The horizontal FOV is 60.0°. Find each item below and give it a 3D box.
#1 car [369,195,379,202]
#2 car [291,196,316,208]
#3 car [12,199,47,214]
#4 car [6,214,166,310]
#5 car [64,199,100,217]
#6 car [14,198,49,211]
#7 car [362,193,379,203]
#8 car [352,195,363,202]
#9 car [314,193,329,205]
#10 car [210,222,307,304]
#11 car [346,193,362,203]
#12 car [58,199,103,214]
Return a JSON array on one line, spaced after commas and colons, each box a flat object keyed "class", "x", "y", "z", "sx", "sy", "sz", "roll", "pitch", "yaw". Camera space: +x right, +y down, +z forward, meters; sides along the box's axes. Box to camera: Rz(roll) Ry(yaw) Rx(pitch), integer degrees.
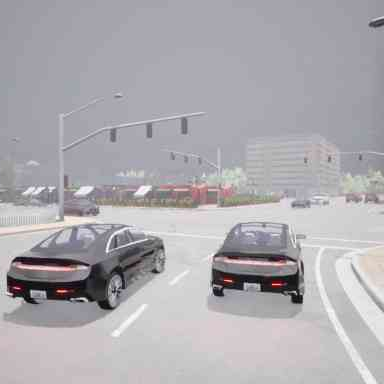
[{"class": "car", "x": 42.319, "y": 1.524, "z": 77.306, "sx": 1.812, "sy": 1.442, "sz": 4.674, "roll": 0, "pitch": 0, "yaw": 32}, {"class": "car", "x": 15.581, "y": 1.547, "z": 47.301, "sx": 2.033, "sy": 1.411, "sz": 5.357, "roll": 0, "pitch": 0, "yaw": 32}, {"class": "car", "x": -18.187, "y": 1.619, "z": 36.866, "sx": 4.181, "sy": 1.385, "sz": 1.994, "roll": 0, "pitch": 0, "yaw": 32}, {"class": "car", "x": -2.053, "y": 1.492, "z": 7.909, "sx": 2.128, "sy": 1.511, "sz": 4.902, "roll": 0, "pitch": 0, "yaw": 12}, {"class": "car", "x": -10.961, "y": 1.620, "z": 32.337, "sx": 4.181, "sy": 1.385, "sz": 1.994, "roll": 0, "pitch": 0, "yaw": 32}, {"class": "car", "x": -20.445, "y": 1.581, "z": 42.404, "sx": 4.674, "sy": 1.442, "sz": 1.812, "roll": 0, "pitch": 0, "yaw": 32}, {"class": "car", "x": 36.783, "y": 1.225, "z": 68.284, "sx": 2.150, "sy": 2.045, "sz": 5.566, "roll": 0, "pitch": 0, "yaw": 32}, {"class": "car", "x": 39.554, "y": 1.540, "z": 79.492, "sx": 2.033, "sy": 1.411, "sz": 5.357, "roll": 0, "pitch": 0, "yaw": 32}, {"class": "car", "x": 22.736, "y": 1.220, "z": 58.900, "sx": 2.150, "sy": 2.045, "sz": 5.566, "roll": 0, "pitch": 0, "yaw": 32}, {"class": "car", "x": 1.764, "y": 1.492, "z": 8.294, "sx": 2.128, "sy": 1.511, "sz": 4.902, "roll": 0, "pitch": 0, "yaw": 16}, {"class": "car", "x": 33.993, "y": 1.225, "z": 70.429, "sx": 2.150, "sy": 2.045, "sz": 5.566, "roll": 0, "pitch": 0, "yaw": 32}, {"class": "car", "x": -12.618, "y": 1.547, "z": 37.516, "sx": 4.902, "sy": 1.511, "sz": 2.128, "roll": 0, "pitch": 0, "yaw": 32}]
